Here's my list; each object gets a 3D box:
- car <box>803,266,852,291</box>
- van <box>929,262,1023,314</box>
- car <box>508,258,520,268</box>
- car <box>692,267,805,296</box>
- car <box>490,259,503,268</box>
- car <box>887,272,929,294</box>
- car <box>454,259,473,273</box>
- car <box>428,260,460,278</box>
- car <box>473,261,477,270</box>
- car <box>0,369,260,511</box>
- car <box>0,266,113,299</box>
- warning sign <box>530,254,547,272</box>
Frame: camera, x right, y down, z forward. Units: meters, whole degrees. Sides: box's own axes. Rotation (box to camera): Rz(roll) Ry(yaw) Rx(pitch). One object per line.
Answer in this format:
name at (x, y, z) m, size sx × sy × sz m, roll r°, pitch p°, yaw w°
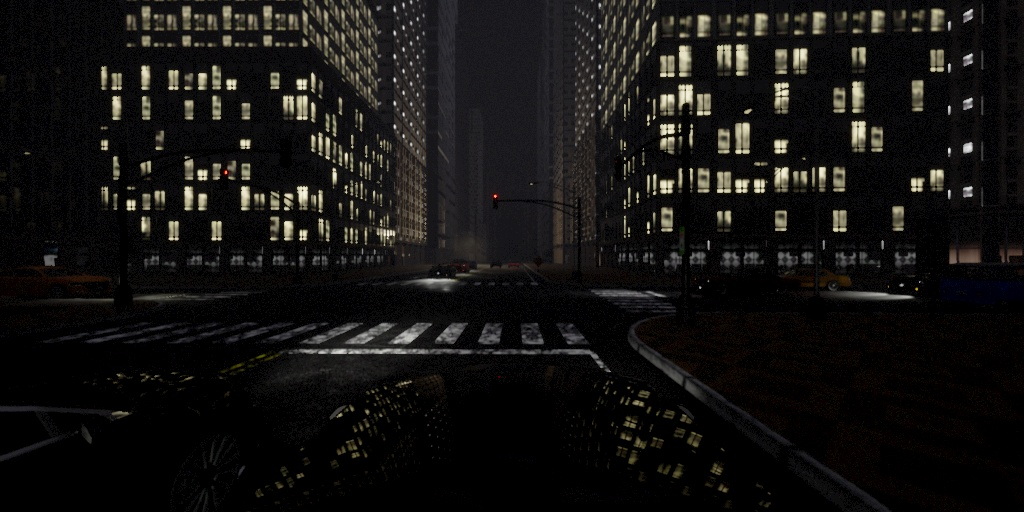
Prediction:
car at (17.181, 1.288, 21.320) m, size 4.829 × 1.417 × 1.751 m, roll 0°, pitch 0°, yaw 2°
van at (18.412, 1.116, 13.142) m, size 3.998 × 1.789 × 1.690 m, roll 0°, pitch 0°, yaw 2°
car at (0.306, 1.448, 64.434) m, size 1.895 × 1.301 × 4.718 m, roll 0°, pitch 0°, yaw 0°
car at (12.190, 1.364, 18.928) m, size 4.718 × 1.301 × 1.895 m, roll 0°, pitch 0°, yaw 2°
car at (-2.847, 1.350, 63.817) m, size 1.837 × 1.490 × 4.892 m, roll 0°, pitch 0°, yaw 0°
car at (22.213, 1.334, 18.507) m, size 4.181 × 1.385 × 1.994 m, roll 0°, pitch 0°, yaw 3°
car at (-6.397, 1.141, 43.385) m, size 2.097 × 1.767 × 4.553 m, roll 0°, pitch 0°, yaw 0°
car at (-6.446, 1.335, 33.388) m, size 1.994 × 1.385 × 4.181 m, roll 0°, pitch 0°, yaw 0°
car at (-6.342, 1.361, 53.882) m, size 2.033 × 1.411 × 5.357 m, roll 0°, pitch 0°, yaw 0°
car at (-3.155, 1.242, 1.188) m, size 2.128 × 1.511 × 4.902 m, roll 0°, pitch 0°, yaw 0°
car at (-22.310, 1.232, 17.221) m, size 5.008 × 1.535 × 1.882 m, roll 0°, pitch 0°, yaw 0°
warning sign at (3.042, 0.900, 41.376) m, size 1.300 × 1.860 × 1.060 m, roll 0°, pitch 0°, yaw 0°
